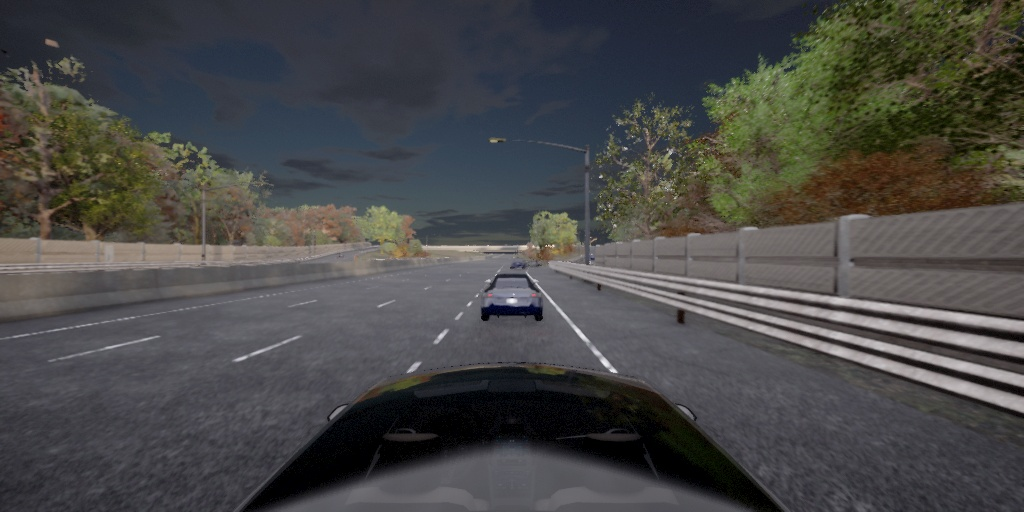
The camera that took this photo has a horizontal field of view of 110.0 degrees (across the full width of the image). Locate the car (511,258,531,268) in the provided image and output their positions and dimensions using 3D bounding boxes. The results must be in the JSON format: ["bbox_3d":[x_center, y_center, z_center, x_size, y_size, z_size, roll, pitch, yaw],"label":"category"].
[{"bbox_3d":[1.202,1.100,55.199,2.097,1.767,4.553,0,0,9],"label":"car"}]

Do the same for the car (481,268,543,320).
[{"bbox_3d":[-0.002,1.306,12.642,1.994,1.385,4.181,0,0,0],"label":"car"}]

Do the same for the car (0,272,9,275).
[{"bbox_3d":[-31.599,1.287,19.525,2.033,1.411,5.357,0,0,0],"label":"car"}]
